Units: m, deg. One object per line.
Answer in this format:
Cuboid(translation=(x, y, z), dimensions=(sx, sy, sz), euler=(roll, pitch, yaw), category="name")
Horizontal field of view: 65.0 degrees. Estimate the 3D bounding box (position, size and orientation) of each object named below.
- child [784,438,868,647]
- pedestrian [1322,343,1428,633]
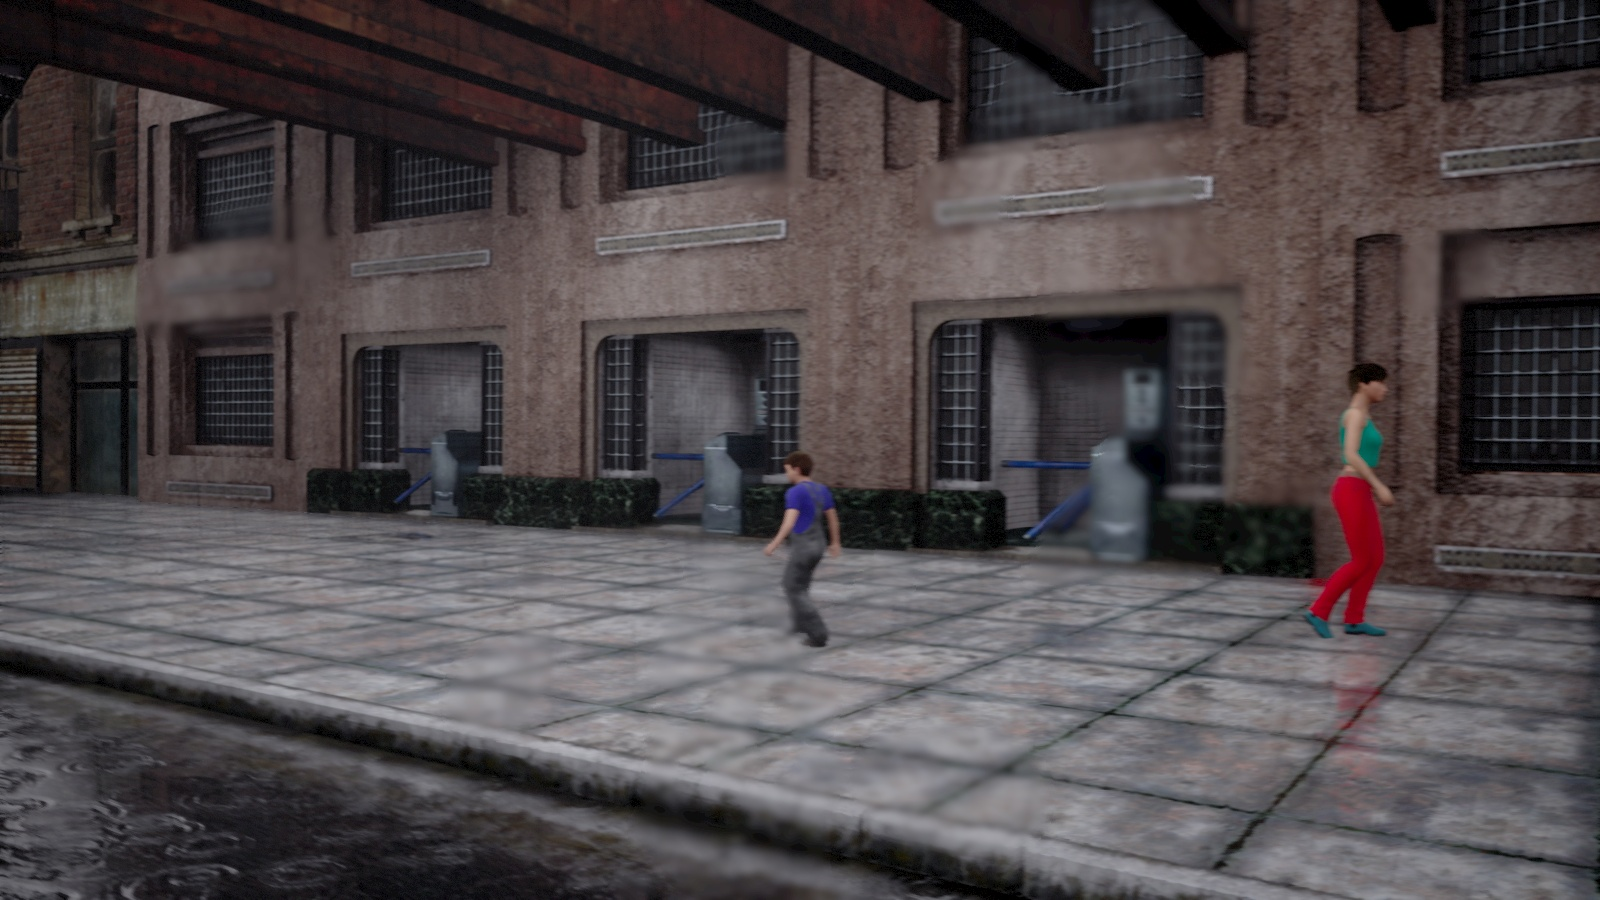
Cuboid(translation=(0.164, 0.560, 7.825), dimensions=(0.437, 1.263, 0.270), euler=(0, 1, 32), category="child")
Cuboid(translation=(3.774, 0.242, 8.244), dimensions=(0.594, 1.836, 0.345), euler=(0, 1, 31), category="pedestrian")
